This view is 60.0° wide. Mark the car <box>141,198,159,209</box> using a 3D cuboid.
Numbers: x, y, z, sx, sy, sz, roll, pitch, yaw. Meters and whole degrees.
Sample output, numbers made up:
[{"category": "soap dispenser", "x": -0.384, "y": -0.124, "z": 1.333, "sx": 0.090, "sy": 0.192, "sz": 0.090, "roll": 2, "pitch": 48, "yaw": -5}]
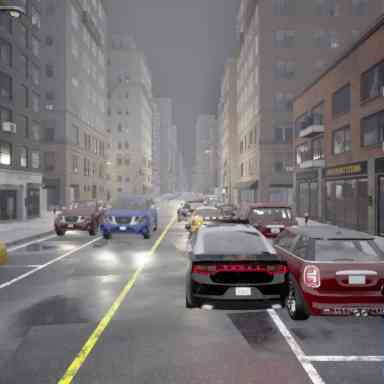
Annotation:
[{"category": "car", "x": -5.919, "y": 1.534, "z": 46.962, "sx": 2.008, "sy": 1.369, "sz": 4.403, "roll": 0, "pitch": 0, "yaw": 0}]

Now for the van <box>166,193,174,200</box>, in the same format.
[{"category": "van", "x": -5.976, "y": 1.265, "z": 90.915, "sx": 1.690, "sy": 1.788, "sz": 3.998, "roll": 0, "pitch": 0, "yaw": 0}]

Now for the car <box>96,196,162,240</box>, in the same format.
[{"category": "car", "x": -3.023, "y": 1.220, "z": 17.285, "sx": 2.150, "sy": 2.045, "sz": 5.566, "roll": 0, "pitch": 0, "yaw": 0}]

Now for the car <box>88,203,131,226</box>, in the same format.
[{"category": "car", "x": -5.890, "y": 1.549, "z": 24.288, "sx": 2.008, "sy": 1.369, "sz": 4.403, "roll": 0, "pitch": 0, "yaw": 0}]

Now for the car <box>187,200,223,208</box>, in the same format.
[{"category": "car", "x": 0.763, "y": 1.455, "z": 18.133, "sx": 1.801, "sy": 1.575, "sz": 5.366, "roll": 0, "pitch": 0, "yaw": 0}]

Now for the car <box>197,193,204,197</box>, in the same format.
[{"category": "car", "x": 2.571, "y": 1.392, "z": 74.186, "sx": 1.967, "sy": 1.590, "sz": 4.097, "roll": 0, "pitch": 0, "yaw": 0}]

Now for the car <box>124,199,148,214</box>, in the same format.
[{"category": "car", "x": -5.904, "y": 1.520, "z": 35.455, "sx": 1.752, "sy": 1.417, "sz": 4.829, "roll": 0, "pitch": 0, "yaw": 0}]

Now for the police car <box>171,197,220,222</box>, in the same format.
[{"category": "police car", "x": 0.242, "y": 1.424, "z": 23.959, "sx": 1.930, "sy": 1.638, "sz": 5.238, "roll": 0, "pitch": 0, "yaw": -17}]

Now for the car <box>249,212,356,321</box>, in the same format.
[{"category": "car", "x": 2.658, "y": 1.440, "z": 7.305, "sx": 1.967, "sy": 1.590, "sz": 4.097, "roll": 0, "pitch": 0, "yaw": 0}]

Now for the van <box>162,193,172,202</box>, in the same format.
[{"category": "van", "x": -5.954, "y": 1.293, "z": 74.157, "sx": 1.690, "sy": 1.788, "sz": 3.998, "roll": 0, "pitch": 0, "yaw": 0}]

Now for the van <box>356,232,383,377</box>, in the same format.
[{"category": "van", "x": 2.665, "y": 1.341, "z": 1.635, "sx": 1.690, "sy": 1.788, "sz": 3.998, "roll": 0, "pitch": 0, "yaw": 0}]

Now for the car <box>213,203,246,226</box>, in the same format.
[{"category": "car", "x": 2.636, "y": 1.564, "z": 24.312, "sx": 1.947, "sy": 1.339, "sz": 4.313, "roll": 0, "pitch": 0, "yaw": 0}]

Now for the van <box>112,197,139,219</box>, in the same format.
[{"category": "van", "x": -5.898, "y": 1.339, "z": 29.956, "sx": 1.690, "sy": 1.788, "sz": 3.998, "roll": 0, "pitch": 0, "yaw": 0}]

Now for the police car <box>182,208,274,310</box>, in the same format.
[{"category": "police car", "x": 0.786, "y": 1.425, "z": 8.038, "sx": 1.930, "sy": 1.638, "sz": 5.238, "roll": 0, "pitch": 0, "yaw": -1}]

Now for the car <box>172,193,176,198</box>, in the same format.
[{"category": "car", "x": -5.969, "y": 1.249, "z": 85.330, "sx": 2.192, "sy": 1.841, "sz": 5.009, "roll": 0, "pitch": 0, "yaw": 0}]

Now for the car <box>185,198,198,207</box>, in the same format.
[{"category": "car", "x": -0.067, "y": 1.579, "z": 51.555, "sx": 1.895, "sy": 1.301, "sz": 4.718, "roll": 0, "pitch": 0, "yaw": 0}]

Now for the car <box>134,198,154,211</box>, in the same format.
[{"category": "car", "x": -5.912, "y": 1.515, "z": 41.125, "sx": 1.752, "sy": 1.417, "sz": 4.829, "roll": 0, "pitch": 0, "yaw": 0}]

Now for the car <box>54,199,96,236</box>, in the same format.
[{"category": "car", "x": -5.883, "y": 1.314, "z": 18.620, "sx": 2.192, "sy": 1.841, "sz": 5.009, "roll": 0, "pitch": 0, "yaw": 0}]

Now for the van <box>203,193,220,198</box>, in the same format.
[{"category": "van", "x": 2.614, "y": 1.331, "z": 41.321, "sx": 1.690, "sy": 1.788, "sz": 3.998, "roll": 0, "pitch": 0, "yaw": 0}]

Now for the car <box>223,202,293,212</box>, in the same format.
[{"category": "car", "x": 2.650, "y": 1.314, "z": 12.974, "sx": 2.192, "sy": 1.841, "sz": 5.009, "roll": 0, "pitch": 0, "yaw": 0}]

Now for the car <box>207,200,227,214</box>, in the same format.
[{"category": "car", "x": 2.621, "y": 1.577, "z": 35.651, "sx": 1.802, "sy": 1.307, "sz": 4.206, "roll": 0, "pitch": 0, "yaw": 0}]

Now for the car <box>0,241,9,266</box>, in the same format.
[{"category": "car", "x": -5.867, "y": 1.525, "z": 7.114, "sx": 1.752, "sy": 1.417, "sz": 4.829, "roll": 0, "pitch": 0, "yaw": 0}]

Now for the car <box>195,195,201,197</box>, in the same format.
[{"category": "car", "x": -0.049, "y": 1.515, "z": 42.138, "sx": 1.812, "sy": 1.442, "sz": 4.674, "roll": 0, "pitch": 0, "yaw": 0}]

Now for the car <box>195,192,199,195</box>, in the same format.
[{"category": "car", "x": 2.557, "y": 1.250, "z": 85.356, "sx": 2.192, "sy": 1.841, "sz": 5.009, "roll": 0, "pitch": 0, "yaw": 0}]

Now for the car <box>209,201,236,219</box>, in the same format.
[{"category": "car", "x": 2.628, "y": 1.549, "z": 29.981, "sx": 2.008, "sy": 1.369, "sz": 4.403, "roll": 0, "pitch": 0, "yaw": 0}]

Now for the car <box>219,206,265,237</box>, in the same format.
[{"category": "car", "x": 2.643, "y": 1.565, "z": 18.644, "sx": 1.947, "sy": 1.339, "sz": 4.313, "roll": 0, "pitch": 0, "yaw": 0}]
